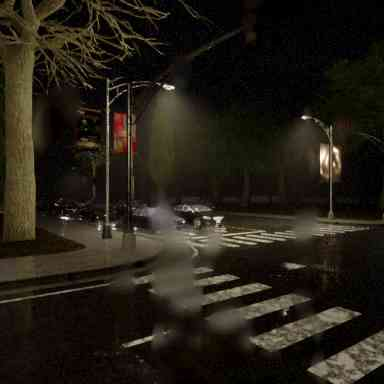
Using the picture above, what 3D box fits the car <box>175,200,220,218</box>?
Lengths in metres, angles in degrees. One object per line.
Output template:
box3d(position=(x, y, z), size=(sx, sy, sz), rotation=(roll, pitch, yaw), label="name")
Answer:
box3d(position=(0.456, 1.645, 33.297), size=(1.837, 1.490, 4.892), rotation=(0, 0, -36), label="car")

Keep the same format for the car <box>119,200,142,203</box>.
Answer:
box3d(position=(-5.255, 1.474, 29.761), size=(2.097, 1.767, 4.553), rotation=(0, 0, -36), label="car")

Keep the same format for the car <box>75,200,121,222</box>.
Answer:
box3d(position=(-7.941, 1.677, 27.926), size=(1.994, 1.385, 4.181), rotation=(0, 0, -36), label="car")

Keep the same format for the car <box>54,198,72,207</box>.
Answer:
box3d(position=(-23.665, 1.907, 60.957), size=(1.837, 1.490, 4.892), rotation=(0, -1, -36), label="car")

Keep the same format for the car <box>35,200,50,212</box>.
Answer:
box3d(position=(-19.012, 1.794, 43.218), size=(1.994, 1.385, 4.181), rotation=(0, -1, -35), label="car")

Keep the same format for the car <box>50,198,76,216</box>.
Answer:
box3d(position=(-13.143, 1.667, 35.090), size=(1.837, 1.490, 4.892), rotation=(0, 0, -36), label="car")

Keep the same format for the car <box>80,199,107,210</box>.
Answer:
box3d(position=(-14.232, 1.805, 47.975), size=(2.033, 1.411, 5.357), rotation=(0, -1, -36), label="car")

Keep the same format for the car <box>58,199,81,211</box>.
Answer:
box3d(position=(-17.081, 1.774, 46.099), size=(1.812, 1.442, 4.674), rotation=(0, -1, -36), label="car")

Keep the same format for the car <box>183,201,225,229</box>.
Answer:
box3d(position=(0.166, 1.568, 22.319), size=(2.128, 1.511, 4.902), rotation=(0, 0, -36), label="car")

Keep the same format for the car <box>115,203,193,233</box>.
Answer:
box3d(position=(-2.509, 1.614, 20.450), size=(2.033, 1.411, 5.357), rotation=(0, 0, -36), label="car")

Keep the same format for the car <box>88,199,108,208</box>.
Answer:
box3d(position=(-15.793, 1.852, 55.568), size=(1.812, 1.442, 4.674), rotation=(0, 0, -36), label="car")
